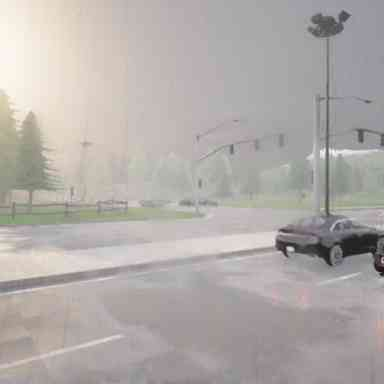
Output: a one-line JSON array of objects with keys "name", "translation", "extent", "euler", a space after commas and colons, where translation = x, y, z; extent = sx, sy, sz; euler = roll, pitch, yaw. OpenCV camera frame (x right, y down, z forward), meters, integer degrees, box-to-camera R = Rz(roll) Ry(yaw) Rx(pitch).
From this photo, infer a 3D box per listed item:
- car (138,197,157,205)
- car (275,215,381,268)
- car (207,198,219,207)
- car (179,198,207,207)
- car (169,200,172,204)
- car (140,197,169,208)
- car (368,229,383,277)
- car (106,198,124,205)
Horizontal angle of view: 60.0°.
[{"name": "car", "translation": [-9.024, 1.758, 67.573], "extent": [1.812, 1.442, 4.674], "euler": [0, 0, -35]}, {"name": "car", "translation": [5.011, 1.565, 11.661], "extent": [4.902, 1.511, 2.128], "euler": [0, 0, -35]}, {"name": "car", "translation": [2.593, 1.754, 56.933], "extent": [1.837, 1.490, 4.892], "euler": [0, -1, -35]}, {"name": "car", "translation": [-0.315, 1.717, 54.970], "extent": [2.128, 1.511, 4.902], "euler": [0, 0, -35]}, {"name": "car", "translation": [-6.062, 1.780, 69.448], "extent": [1.812, 1.442, 4.674], "euler": [0, 0, -35]}, {"name": "car", "translation": [-5.898, 1.780, 50.711], "extent": [1.895, 1.301, 4.718], "euler": [0, 0, -35]}, {"name": "car", "translation": [6.762, 1.670, 8.611], "extent": [4.718, 1.301, 1.895], "euler": [0, 0, -35]}, {"name": "car", "translation": [-14.717, 1.787, 63.459], "extent": [1.895, 1.301, 4.718], "euler": [0, 0, -34]}]
